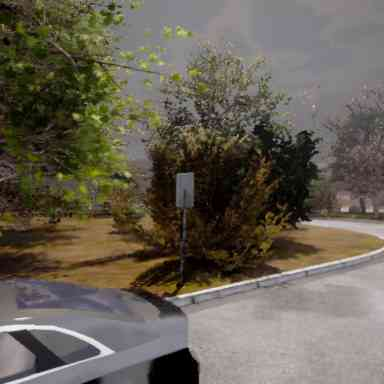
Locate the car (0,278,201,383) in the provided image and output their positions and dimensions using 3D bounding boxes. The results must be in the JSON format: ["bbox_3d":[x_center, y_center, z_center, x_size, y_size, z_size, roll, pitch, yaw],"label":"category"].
[{"bbox_3d":[-2.194,1.486,2.138,4.902,1.511,2.128,0,0,-36],"label":"car"}]
